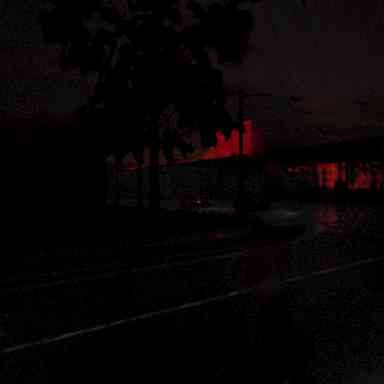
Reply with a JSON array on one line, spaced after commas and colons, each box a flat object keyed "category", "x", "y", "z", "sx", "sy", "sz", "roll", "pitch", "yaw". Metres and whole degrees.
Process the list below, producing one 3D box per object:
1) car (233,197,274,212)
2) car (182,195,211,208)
[{"category": "car", "x": 6.423, "y": 1.294, "z": 35.383, "sx": 1.882, "sy": 1.535, "sz": 5.008, "roll": 0, "pitch": 0, "yaw": -34}, {"category": "car", "x": 0.531, "y": 1.165, "z": 44.215, "sx": 2.097, "sy": 1.767, "sz": 4.553, "roll": 0, "pitch": 0, "yaw": -33}]
